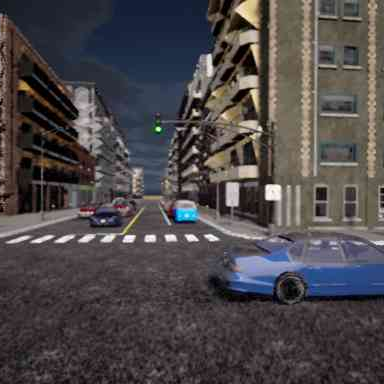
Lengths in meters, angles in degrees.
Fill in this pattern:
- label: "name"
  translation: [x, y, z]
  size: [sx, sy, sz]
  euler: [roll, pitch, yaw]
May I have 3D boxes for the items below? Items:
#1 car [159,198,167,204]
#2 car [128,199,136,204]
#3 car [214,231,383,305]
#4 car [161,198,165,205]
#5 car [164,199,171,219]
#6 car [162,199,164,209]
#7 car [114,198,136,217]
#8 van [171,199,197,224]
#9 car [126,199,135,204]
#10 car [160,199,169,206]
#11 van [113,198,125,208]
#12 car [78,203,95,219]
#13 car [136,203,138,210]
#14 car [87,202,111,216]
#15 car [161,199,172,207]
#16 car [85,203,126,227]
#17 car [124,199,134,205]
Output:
- label: "car"
  translation: [-7.579, 2.419, 87.898]
  size: [1.967, 1.590, 4.097]
  euler: [0, -1, -7]
- label: "car"
  translation: [-16.640, 2.551, 92.486]
  size: [1.947, 1.339, 4.313]
  euler: [0, -1, -7]
- label: "car"
  translation: [3.252, 1.662, 7.841]
  size: [5.357, 1.411, 2.033]
  euler: [1, 0, -6]
- label: "car"
  translation: [-3.246, 1.952, 49.493]
  size: [1.967, 1.590, 4.097]
  euler: [0, -1, -7]
- label: "car"
  translation: [-1.321, 1.648, 33.046]
  size: [2.192, 1.841, 5.009]
  euler: [0, -1, -7]
- label: "car"
  translation: [-2.637, 1.977, 44.175]
  size: [1.752, 1.417, 4.829]
  euler: [0, -1, -7]
- label: "car"
  translation: [-7.363, 1.663, 34.695]
  size: [2.097, 1.767, 4.553]
  euler: [0, -1, -6]
- label: "van"
  translation: [-0.608, 1.619, 27.595]
  size: [1.690, 1.788, 3.998]
  euler: [0, -1, -7]
- label: "car"
  translation: [-16.026, 2.463, 86.998]
  size: [2.008, 1.369, 4.403]
  euler: [0, -1, -7]
- label: "car"
  translation: [-6.315, 2.404, 76.928]
  size: [1.947, 1.339, 4.313]
  euler: [0, -1, -7]
- label: "van"
  translation: [-12.979, 1.913, 59.556]
  size: [1.690, 1.788, 3.998]
  euler: [0, -1, -7]
- label: "car"
  translation: [-9.836, 1.848, 32.120]
  size: [1.802, 1.307, 4.206]
  euler: [0, -1, -7]
- label: "car"
  translation: [-8.948, 1.990, 48.650]
  size: [1.812, 1.442, 4.674]
  euler: [0, -1, -6]
- label: "car"
  translation: [-10.464, 1.889, 37.605]
  size: [1.947, 1.339, 4.313]
  euler: [0, -1, -7]
- label: "car"
  translation: [-5.082, 2.144, 65.954]
  size: [1.967, 1.590, 4.097]
  euler: [0, -1, -7]
- label: "car"
  translation: [-6.167, 1.769, 24.238]
  size: [1.994, 1.385, 4.181]
  euler: [0, -1, -7]
- label: "car"
  translation: [-15.387, 2.386, 81.512]
  size: [1.887, 1.381, 4.507]
  euler: [0, -1, -7]
